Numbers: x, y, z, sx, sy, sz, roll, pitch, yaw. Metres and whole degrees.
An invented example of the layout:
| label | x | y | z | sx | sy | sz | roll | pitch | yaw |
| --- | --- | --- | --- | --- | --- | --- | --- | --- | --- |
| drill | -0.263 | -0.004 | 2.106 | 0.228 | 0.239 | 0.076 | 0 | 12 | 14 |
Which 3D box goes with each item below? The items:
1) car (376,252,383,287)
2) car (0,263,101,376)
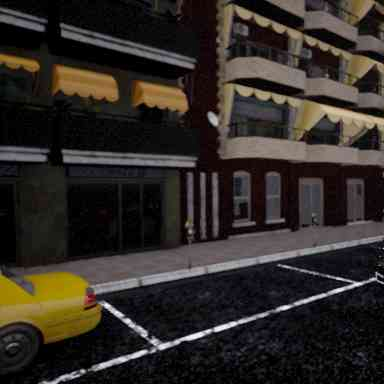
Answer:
| label | x | y | z | sx | sy | sz | roll | pitch | yaw |
| --- | --- | --- | --- | --- | --- | --- | --- | --- | --- |
| car | 6.195 | 1.445 | 7.800 | 4.892 | 1.490 | 1.837 | 0 | 0 | -36 |
| car | -3.611 | 1.530 | 3.994 | 4.829 | 1.417 | 1.752 | 0 | 0 | -36 |
